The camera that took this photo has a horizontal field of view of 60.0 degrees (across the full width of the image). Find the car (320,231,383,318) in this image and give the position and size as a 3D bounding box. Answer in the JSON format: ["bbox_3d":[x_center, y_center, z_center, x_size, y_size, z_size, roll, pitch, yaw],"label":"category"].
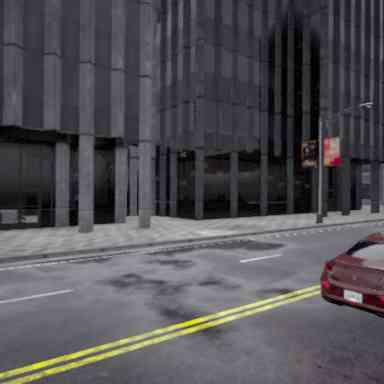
[{"bbox_3d":[4.480,1.511,6.693,4.674,1.442,1.812,0,0,-35],"label":"car"}]
